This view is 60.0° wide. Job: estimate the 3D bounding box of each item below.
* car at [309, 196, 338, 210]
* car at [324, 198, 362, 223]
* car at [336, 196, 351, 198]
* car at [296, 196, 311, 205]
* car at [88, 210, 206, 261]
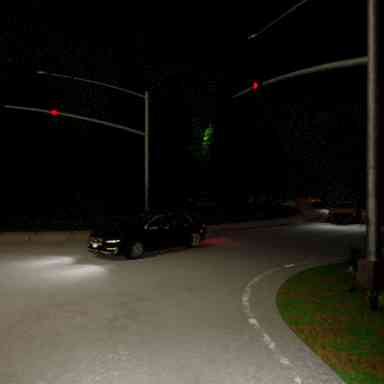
[{"bbox_3d":[17.035,1.574,43.119,1.895,1.301,4.718,0,0,6],"label":"car"},{"bbox_3d":[11.440,1.451,24.770,1.882,1.535,5.008,0,0,31],"label":"car"},{"bbox_3d":[20.758,1.325,46.367,2.097,1.767,4.553,0,0,3],"label":"car"},{"bbox_3d":[19.596,1.451,56.078,1.882,1.535,5.008,0,0,-16],"label":"car"},{"bbox_3d":[-1.491,1.486,12.509,1.837,1.490,4.892,0,-1,43],"label":"car"}]
